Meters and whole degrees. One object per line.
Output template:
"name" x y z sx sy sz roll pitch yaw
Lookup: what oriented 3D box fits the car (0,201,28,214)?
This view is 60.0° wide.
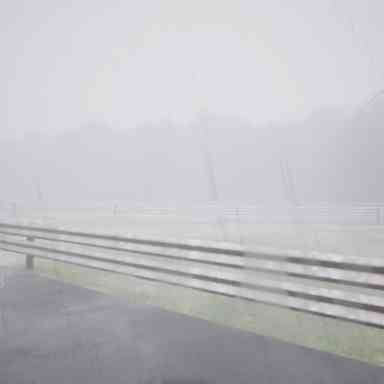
"car" -20.346 1.684 36.722 4.674 1.442 1.812 0 0 18
